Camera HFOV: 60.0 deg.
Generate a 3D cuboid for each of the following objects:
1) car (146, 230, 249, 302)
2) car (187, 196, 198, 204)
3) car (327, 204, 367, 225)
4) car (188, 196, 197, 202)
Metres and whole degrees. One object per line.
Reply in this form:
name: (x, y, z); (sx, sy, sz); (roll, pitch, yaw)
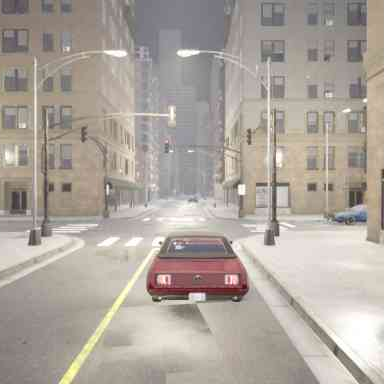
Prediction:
car: (0.092, 1.601, 8.203); (1.895, 1.301, 4.718); (0, 0, 0)
car: (0.169, 1.507, 65.188); (1.812, 1.442, 4.674); (0, 0, 0)
car: (12.194, 1.512, 22.796); (5.357, 1.411, 2.033); (0, 0, 3)
car: (0.085, 1.567, 75.116); (1.895, 1.301, 4.718); (0, 0, 0)
